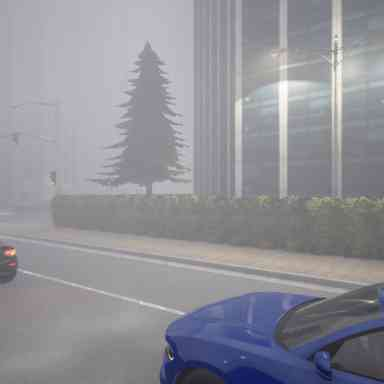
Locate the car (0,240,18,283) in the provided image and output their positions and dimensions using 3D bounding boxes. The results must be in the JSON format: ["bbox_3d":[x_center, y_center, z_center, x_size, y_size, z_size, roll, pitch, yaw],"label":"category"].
[{"bbox_3d":[-6.154,1.526,8.337,4.674,1.442,1.812,0,0,36],"label":"car"}]

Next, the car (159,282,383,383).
[{"bbox_3d":[1.974,1.478,2.585,5.008,1.535,1.882,0,0,36],"label":"car"}]

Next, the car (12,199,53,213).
[{"bbox_3d":[-17.175,1.547,37.424,2.033,1.411,5.357,0,0,36],"label":"car"}]
